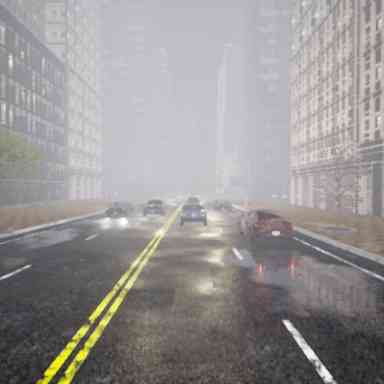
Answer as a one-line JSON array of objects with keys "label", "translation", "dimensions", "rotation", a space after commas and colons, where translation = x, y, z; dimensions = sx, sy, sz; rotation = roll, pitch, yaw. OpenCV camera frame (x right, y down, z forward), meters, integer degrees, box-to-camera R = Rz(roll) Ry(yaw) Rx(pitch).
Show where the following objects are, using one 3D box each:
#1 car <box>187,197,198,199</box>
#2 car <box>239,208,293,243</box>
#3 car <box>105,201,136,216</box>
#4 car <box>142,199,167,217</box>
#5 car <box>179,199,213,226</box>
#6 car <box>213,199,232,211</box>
[{"label": "car", "translation": [0.101, 1.346, 42.019], "dimensions": [1.837, 1.490, 4.892], "rotation": [0, 1, 0]}, {"label": "car", "translation": [3.351, 1.470, 15.571], "dimensions": [1.812, 1.442, 4.674], "rotation": [0, 0, 0]}, {"label": "car", "translation": [-6.534, 1.488, 30.689], "dimensions": [1.895, 1.301, 4.718], "rotation": [0, 0, 1]}, {"label": "car", "translation": [-3.289, 1.395, 30.132], "dimensions": [1.837, 1.490, 4.892], "rotation": [0, 0, 1]}, {"label": "car", "translation": [0.102, 1.465, 22.888], "dimensions": [2.033, 1.411, 5.357], "rotation": [0, 0, 0]}, {"label": "car", "translation": [3.351, 1.458, 38.010], "dimensions": [1.895, 1.301, 4.718], "rotation": [0, 0, 0]}]
